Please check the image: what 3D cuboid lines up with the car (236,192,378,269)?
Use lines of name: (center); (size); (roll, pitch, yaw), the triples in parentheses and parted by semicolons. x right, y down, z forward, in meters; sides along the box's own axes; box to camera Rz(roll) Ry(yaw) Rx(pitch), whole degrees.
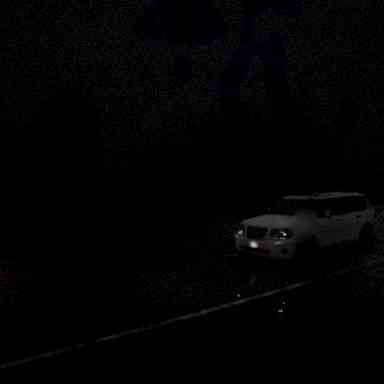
car: (3.990, 1.065, 11.071); (5.566, 2.045, 2.150); (-2, 1, -36)
